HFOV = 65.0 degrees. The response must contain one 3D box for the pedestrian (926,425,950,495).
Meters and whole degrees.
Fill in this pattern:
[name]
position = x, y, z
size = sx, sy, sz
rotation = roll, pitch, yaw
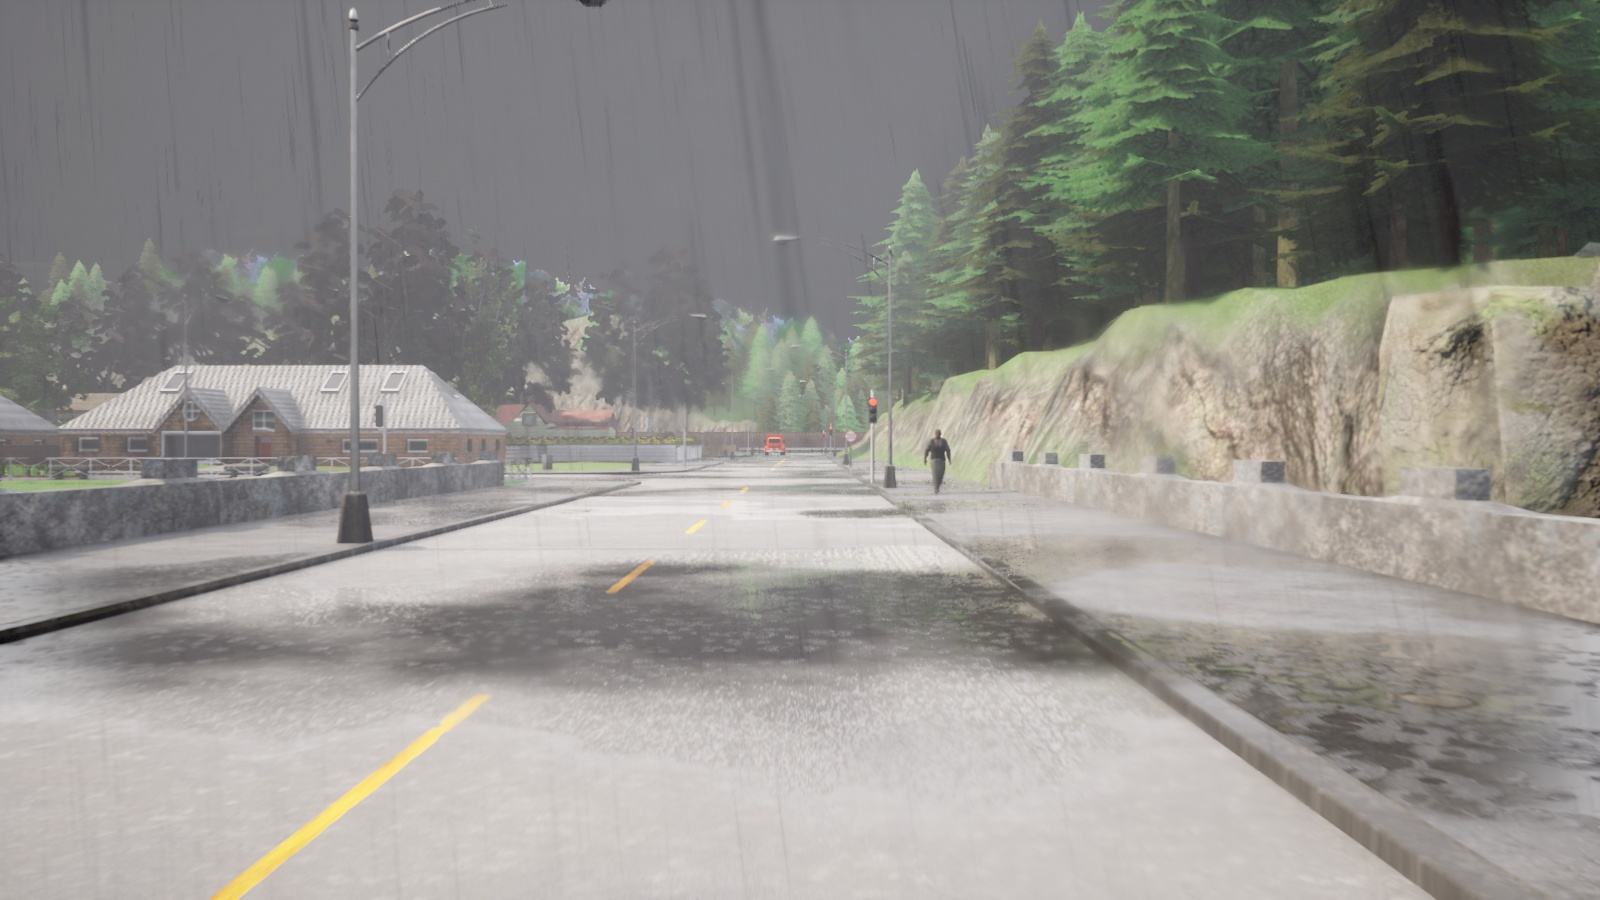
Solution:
[pedestrian]
position = 3.740, 0.267, 34.120
size = 0.563, 1.883, 0.849
rotation = 0, 0, 0
